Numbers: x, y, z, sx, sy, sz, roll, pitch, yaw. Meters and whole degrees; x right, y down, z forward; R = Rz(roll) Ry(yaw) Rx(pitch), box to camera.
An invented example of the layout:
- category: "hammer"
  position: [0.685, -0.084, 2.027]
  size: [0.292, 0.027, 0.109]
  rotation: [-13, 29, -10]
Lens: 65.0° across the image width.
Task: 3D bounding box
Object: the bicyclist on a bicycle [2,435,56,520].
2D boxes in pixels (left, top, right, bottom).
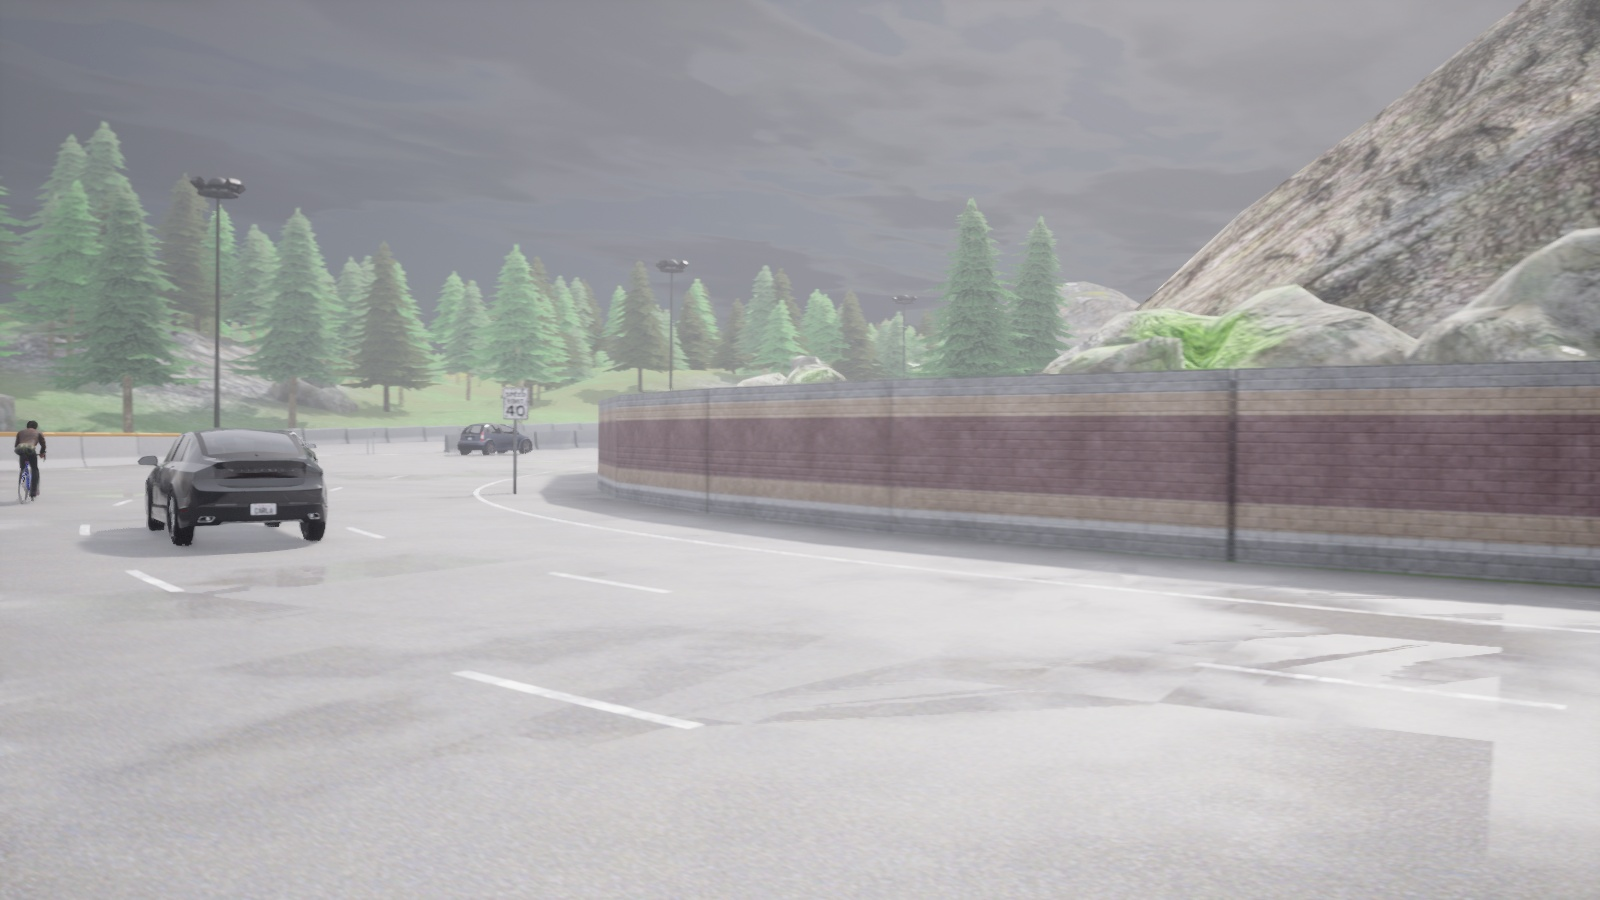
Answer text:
- category: "bicyclist on a bicycle"
  position: [-15.128, 0.520, 24.662]
  size: [0.582, 1.620, 1.656]
  rotation: [0, 0, -20]

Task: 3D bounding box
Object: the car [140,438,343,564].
- category: "car"
  position: [-7.981, 0.601, 17.673]
  size: [1.837, 1.490, 4.892]
  rotation: [-1, 1, -33]

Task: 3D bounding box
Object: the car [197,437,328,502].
- category: "car"
  position: [-13.506, 0.430, 31.886]
  size: [2.128, 1.511, 4.902]
  rotation: [-1, 1, -12]

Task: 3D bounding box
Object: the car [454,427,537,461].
- category: "car"
  position: [-15.246, -0.327, 63.085]
  size: [1.851, 1.617, 3.988]
  rotation: [0, 2, 28]
